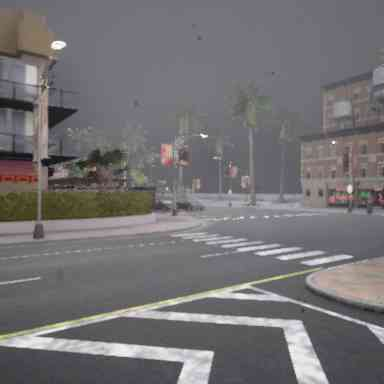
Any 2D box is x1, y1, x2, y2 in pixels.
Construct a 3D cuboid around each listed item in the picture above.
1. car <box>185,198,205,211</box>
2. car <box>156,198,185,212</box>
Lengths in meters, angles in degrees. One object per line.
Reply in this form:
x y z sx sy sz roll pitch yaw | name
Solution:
-0.283 1.508 42.429 2.097 1.767 4.553 0 0 -35 | car
-3.253 1.659 40.560 1.812 1.442 4.674 0 0 -35 | car
